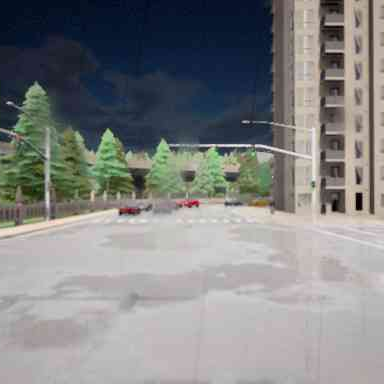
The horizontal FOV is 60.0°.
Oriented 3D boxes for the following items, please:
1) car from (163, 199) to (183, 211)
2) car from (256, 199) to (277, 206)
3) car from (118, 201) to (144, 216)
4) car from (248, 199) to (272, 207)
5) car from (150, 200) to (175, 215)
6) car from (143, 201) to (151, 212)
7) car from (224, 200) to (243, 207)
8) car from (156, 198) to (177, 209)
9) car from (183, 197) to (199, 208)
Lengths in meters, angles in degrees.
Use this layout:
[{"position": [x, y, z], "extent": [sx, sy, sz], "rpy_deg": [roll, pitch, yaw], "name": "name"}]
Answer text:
[{"position": [-3.043, 2.121, 50.257], "extent": [1.994, 1.385, 4.181], "rpy_deg": [0, -1, 6], "name": "car"}, {"position": [16.655, 2.370, 73.907], "extent": [4.181, 1.385, 1.994], "rpy_deg": [0, -1, -24], "name": "car"}, {"position": [-7.047, 2.022, 37.935], "extent": [1.895, 1.301, 4.718], "rpy_deg": [0, -1, 1], "name": "car"}, {"position": [13.569, 2.229, 67.860], "extent": [5.008, 1.535, 1.882], "rpy_deg": [0, -1, -37], "name": "car"}, {"position": [-3.500, 2.013, 40.423], "extent": [1.994, 1.385, 4.181], "rpy_deg": [0, -1, 1], "name": "car"}, {"position": [-6.742, 2.014, 47.058], "extent": [2.128, 1.511, 4.902], "rpy_deg": [0, -1, 4], "name": "car"}, {"position": [8.556, 2.278, 68.050], "extent": [4.674, 1.442, 1.812], "rpy_deg": [1, -1, -42], "name": "car"}, {"position": [-4.481, 2.016, 59.845], "extent": [2.097, 1.767, 4.553], "rpy_deg": [0, -1, 20], "name": "car"}, {"position": [-0.474, 1.893, 60.641], "extent": [2.150, 2.045, 5.566], "rpy_deg": [0, -1, 24], "name": "car"}]
